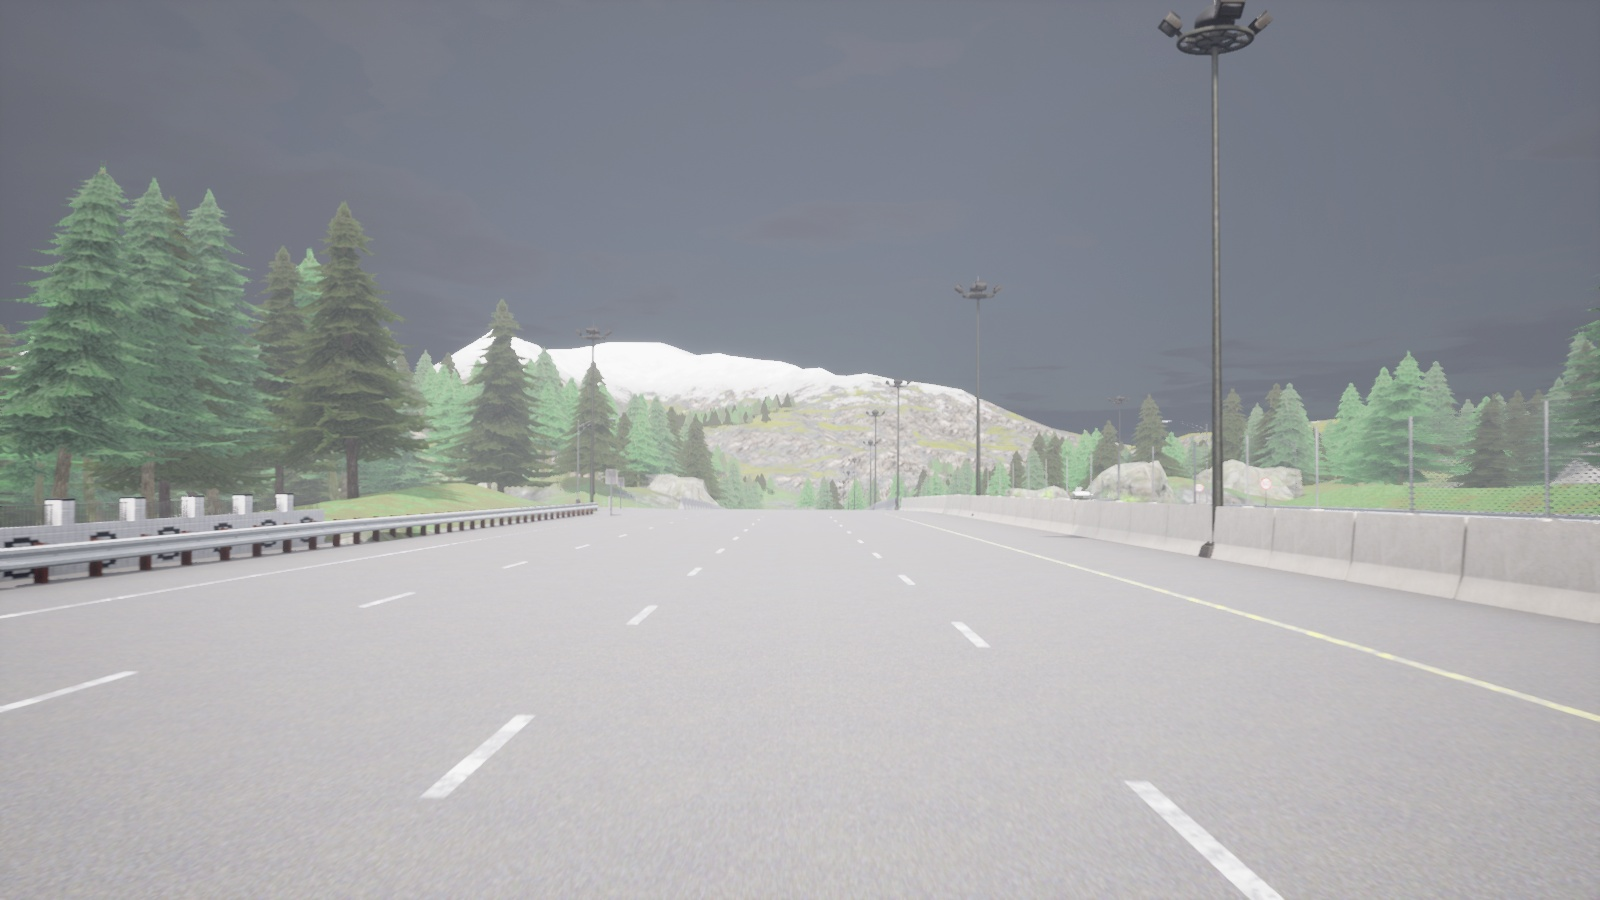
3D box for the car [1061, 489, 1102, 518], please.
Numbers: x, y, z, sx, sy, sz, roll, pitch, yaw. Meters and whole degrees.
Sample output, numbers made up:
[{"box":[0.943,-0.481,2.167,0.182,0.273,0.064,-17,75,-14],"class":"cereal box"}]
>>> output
[{"box":[13.853,2.631,61.874,1.481,1.376,2.207,0,-1,0],"class":"car"}]
